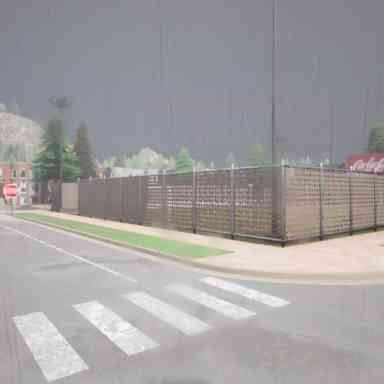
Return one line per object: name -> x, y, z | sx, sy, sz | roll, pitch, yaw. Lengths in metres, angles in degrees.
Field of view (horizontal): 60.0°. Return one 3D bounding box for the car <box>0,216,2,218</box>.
car -> -9.709, 1.489, 14.842 | 2.128, 1.511, 4.902 | 1, 0, -32
